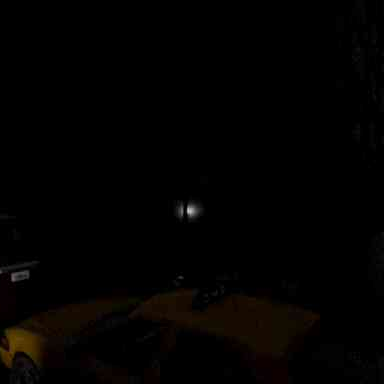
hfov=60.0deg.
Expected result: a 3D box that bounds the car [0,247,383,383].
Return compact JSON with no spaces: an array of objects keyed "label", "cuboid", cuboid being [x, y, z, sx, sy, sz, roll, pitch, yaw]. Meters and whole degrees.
[{"label":"car","cuboid":[-0.037,1.523,3.100,4.829,1.417,1.752,0,1,36]}]

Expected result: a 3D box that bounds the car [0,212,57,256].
[{"label":"car","cuboid":[-4.445,1.306,6.247,5.009,1.841,2.192,0,1,36]}]
